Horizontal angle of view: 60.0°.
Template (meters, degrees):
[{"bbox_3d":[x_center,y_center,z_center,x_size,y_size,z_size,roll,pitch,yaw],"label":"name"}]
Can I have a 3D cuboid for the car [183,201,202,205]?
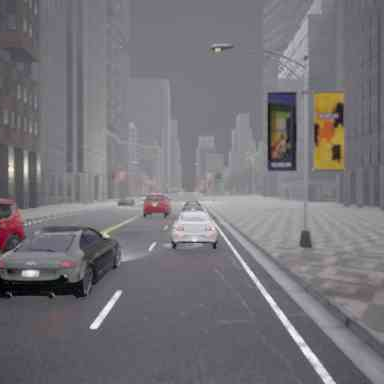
[{"bbox_3d":[0.086,1.548,32.189,1.994,1.385,4.181,0,0,0],"label":"car"}]

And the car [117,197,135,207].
[{"bbox_3d":[-9.846,1.498,50.068,2.033,1.411,5.357,0,0,0],"label":"car"}]

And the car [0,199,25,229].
[{"bbox_3d":[-6.602,1.221,8.833,2.150,2.045,5.566,0,0,0],"label":"car"}]

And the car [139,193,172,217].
[{"bbox_3d":[-3.163,1.207,30.830,2.150,2.045,5.566,0,0,0],"label":"car"}]

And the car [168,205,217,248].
[{"bbox_3d":[0.095,1.521,14.648,1.812,1.442,4.674,0,0,0],"label":"car"}]

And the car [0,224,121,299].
[{"bbox_3d":[-3.155,1.563,8.502,1.994,1.385,4.181,0,0,0],"label":"car"}]
